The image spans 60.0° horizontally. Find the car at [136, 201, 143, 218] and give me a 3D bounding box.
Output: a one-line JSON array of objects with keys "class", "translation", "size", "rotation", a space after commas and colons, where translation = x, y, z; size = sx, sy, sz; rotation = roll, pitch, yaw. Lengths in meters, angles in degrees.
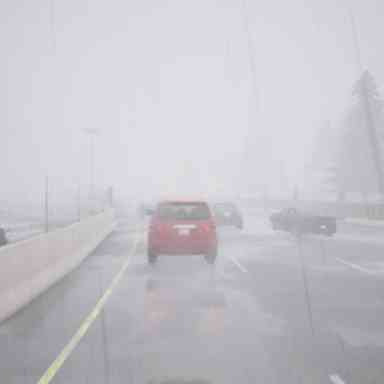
[{"class": "car", "translation": [-4.003, 1.527, 30.767], "size": [1.882, 1.535, 5.008], "rotation": [0, 0, -16]}]

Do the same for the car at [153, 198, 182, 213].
[{"class": "car", "translation": [-2.963, 1.555, 38.799], "size": [2.128, 1.511, 4.902], "rotation": [0, 0, -20]}]

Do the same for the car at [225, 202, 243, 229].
[{"class": "car", "translation": [1.691, 1.388, 21.584], "size": [2.097, 1.767, 4.553], "rotation": [0, 0, -10]}]

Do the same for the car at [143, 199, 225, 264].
[{"class": "car", "translation": [-0.468, 1.241, 12.138], "size": [2.150, 2.045, 5.566], "rotation": [0, 0, -5]}]

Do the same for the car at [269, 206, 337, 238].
[{"class": "car", "translation": [5.824, 1.507, 18.097], "size": [1.882, 1.535, 5.008], "rotation": [0, 0, -8]}]
